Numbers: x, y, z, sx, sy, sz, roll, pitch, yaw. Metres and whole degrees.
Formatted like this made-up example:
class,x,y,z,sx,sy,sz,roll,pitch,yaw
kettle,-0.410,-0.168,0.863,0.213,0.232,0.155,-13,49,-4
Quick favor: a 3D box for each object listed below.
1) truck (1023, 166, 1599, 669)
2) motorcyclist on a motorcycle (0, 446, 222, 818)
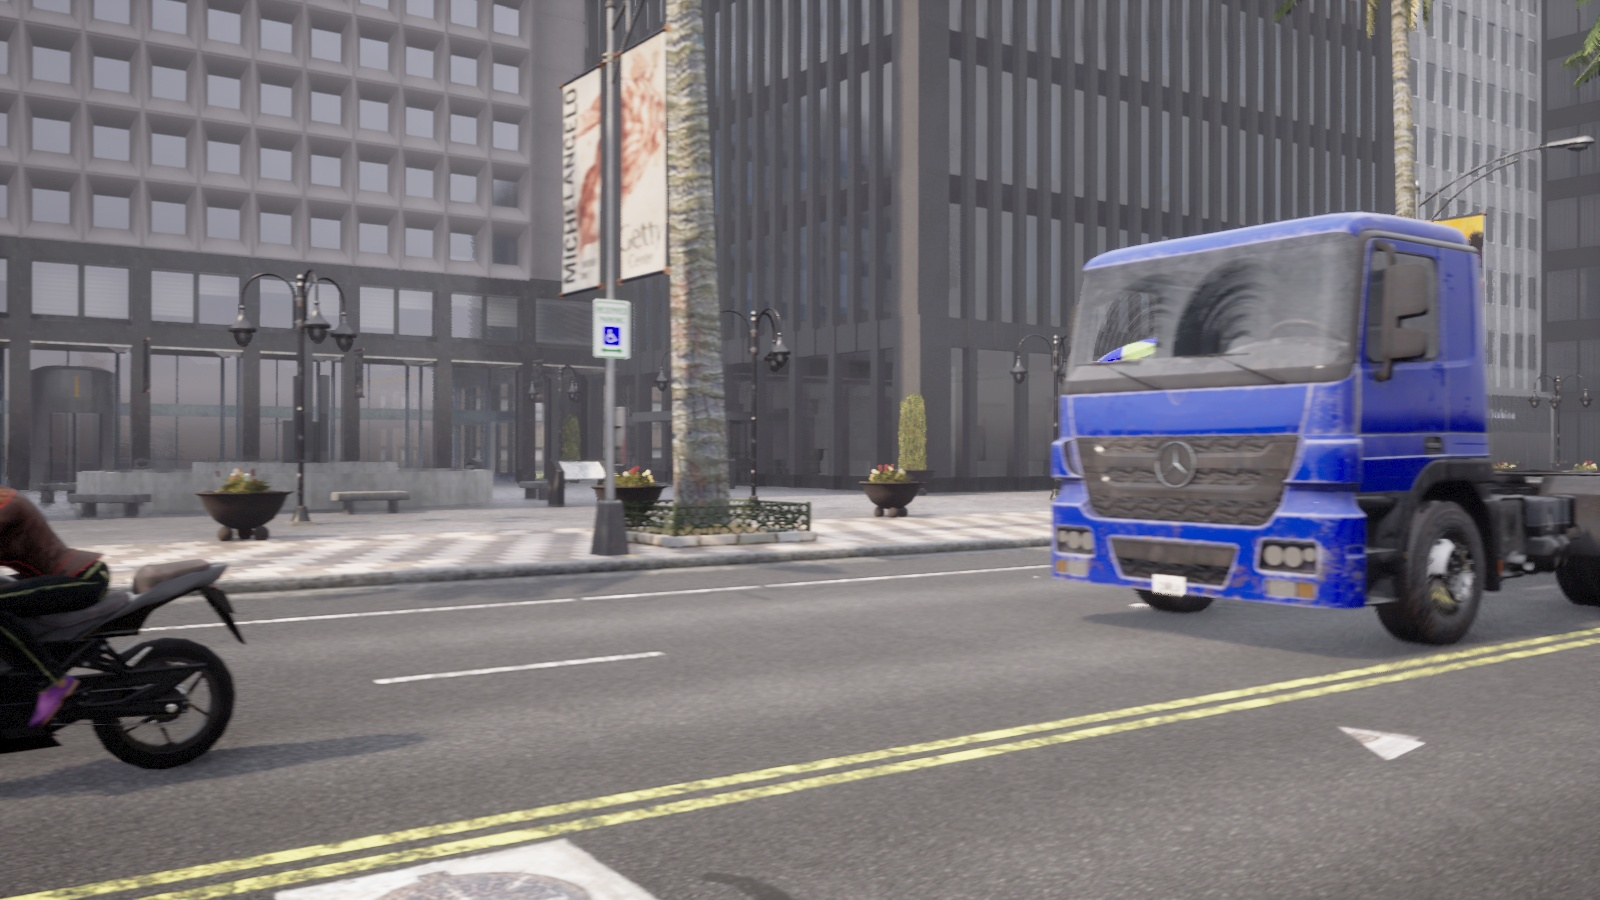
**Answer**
class,x,y,z,sx,sy,sz,roll,pitch,yaw
truck,6.027,-0.220,12.124,7.936,3.462,2.891,0,0,-35
motorcyclist on a motorcycle,-3.660,0.748,5.374,2.044,1.523,0.797,0,0,-35
